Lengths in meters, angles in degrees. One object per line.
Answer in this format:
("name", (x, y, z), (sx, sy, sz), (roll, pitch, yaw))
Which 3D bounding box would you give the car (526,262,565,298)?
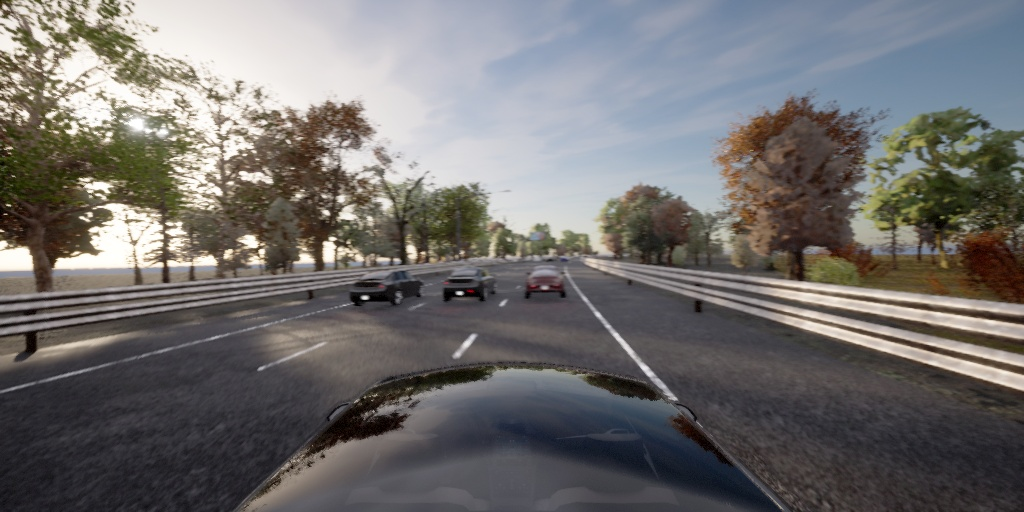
("car", (1.688, 1.214, 18.133), (1.812, 1.442, 4.674), (-1, 0, 6))

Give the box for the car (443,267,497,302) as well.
("car", (-1.922, 1.285, 17.313), (1.837, 1.490, 4.892), (-2, 0, 6))

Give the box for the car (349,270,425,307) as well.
("car", (-5.524, 1.375, 16.490), (1.837, 1.490, 4.892), (-2, 0, 6))
